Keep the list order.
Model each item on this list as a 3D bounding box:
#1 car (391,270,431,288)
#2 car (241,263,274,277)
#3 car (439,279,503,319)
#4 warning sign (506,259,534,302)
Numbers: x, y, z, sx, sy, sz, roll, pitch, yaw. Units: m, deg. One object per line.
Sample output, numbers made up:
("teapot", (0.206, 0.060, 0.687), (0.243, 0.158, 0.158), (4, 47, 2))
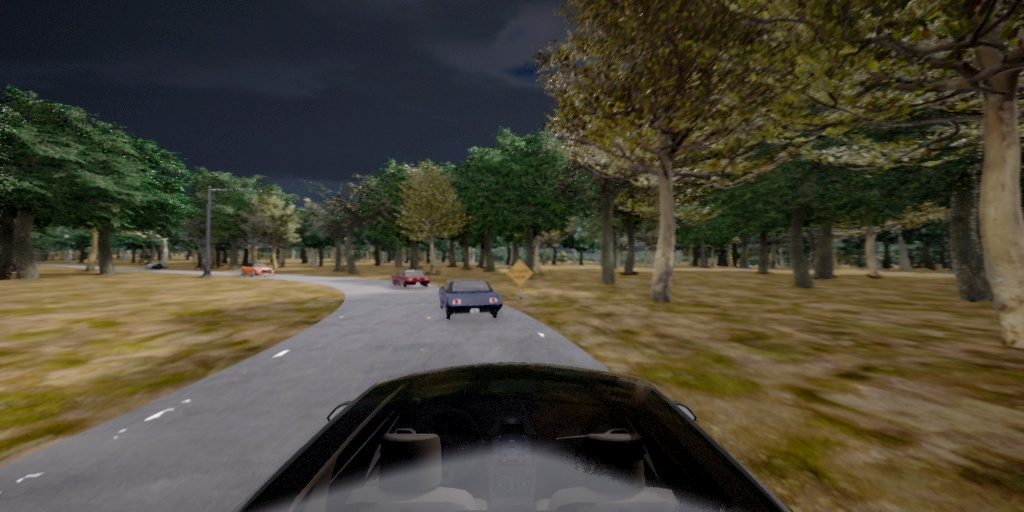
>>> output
("car", (-7.990, 1.740, 27.858), (1.895, 1.301, 4.718), (1, -1, -32))
("car", (-31.853, 1.646, 44.979), (4.553, 1.767, 2.097), (0, -1, 32))
("car", (-1.769, 1.529, 13.810), (1.895, 1.301, 4.718), (0, -1, -15))
("warning sign", (0.385, 1.065, 16.207), (1.300, 1.860, 1.060), (0, 0, -17))
